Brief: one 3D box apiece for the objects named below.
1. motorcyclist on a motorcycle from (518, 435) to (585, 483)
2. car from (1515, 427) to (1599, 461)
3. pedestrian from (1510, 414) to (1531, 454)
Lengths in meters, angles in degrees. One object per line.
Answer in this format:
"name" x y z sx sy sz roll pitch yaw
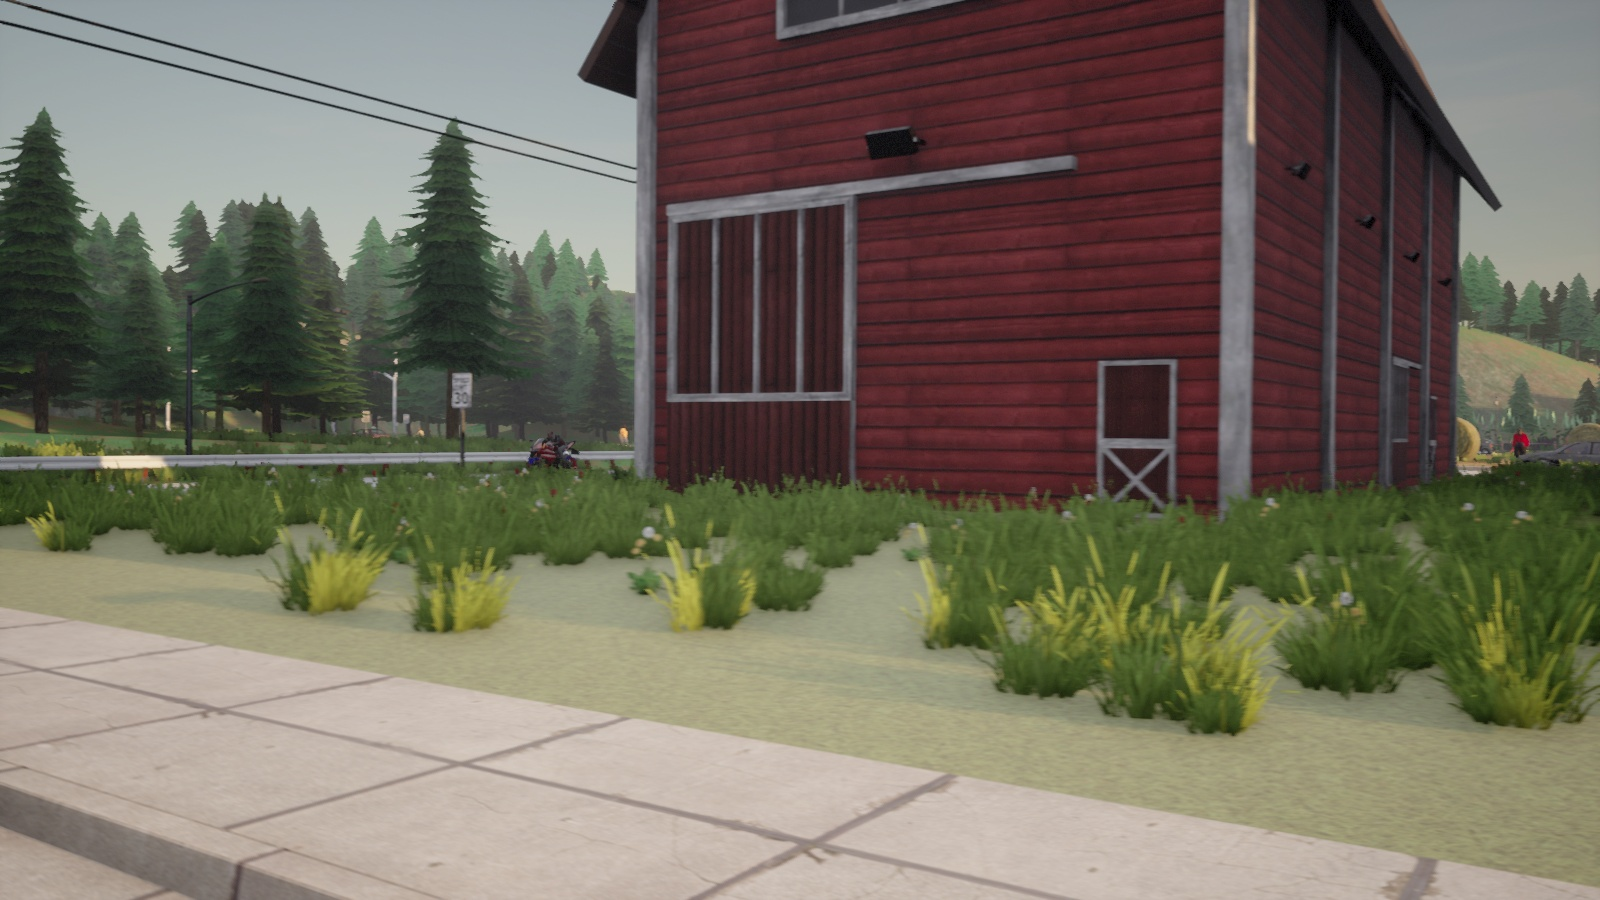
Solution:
"motorcyclist on a motorcycle" -8.205 0.274 41.551 0.866 1.530 2.191 0 1 35
"car" 33.229 -0.270 52.852 5.357 1.411 2.033 0 1 34
"pedestrian" 33.503 -0.734 58.405 0.899 1.844 0.634 -1 1 -43
